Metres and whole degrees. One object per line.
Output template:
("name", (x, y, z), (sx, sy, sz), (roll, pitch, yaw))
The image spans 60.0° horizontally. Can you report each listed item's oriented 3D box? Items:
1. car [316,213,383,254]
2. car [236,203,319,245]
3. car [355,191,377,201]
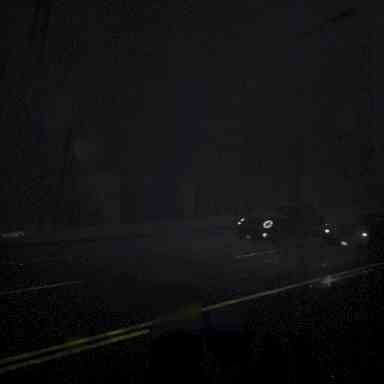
("car", (7.419, 1.589, 13.573), (4.718, 1.301, 1.895), (0, 0, -35))
("car", (4.235, 1.342, 15.601), (4.553, 1.767, 2.097), (0, 0, -35))
("car", (26.040, 0.528, 50.049), (3.806, 1.475, 1.970), (-3, 2, -35))
